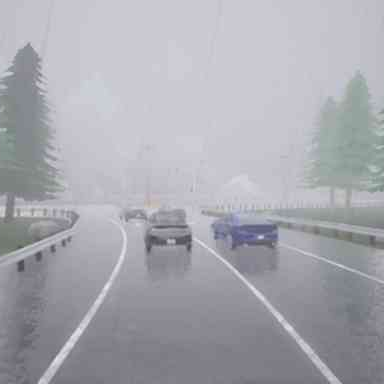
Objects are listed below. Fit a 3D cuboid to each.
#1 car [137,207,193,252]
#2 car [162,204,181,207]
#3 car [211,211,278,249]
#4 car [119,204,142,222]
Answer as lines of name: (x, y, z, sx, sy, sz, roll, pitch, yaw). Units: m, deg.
car: (-1.173, 1.632, 14.604, 2.128, 1.511, 4.902, 0, 0, -10)
car: (-1.925, 1.817, 30.654, 1.812, 1.442, 4.674, 0, 0, -21)
car: (2.246, 1.621, 15.359, 1.882, 1.535, 5.008, 0, 0, -10)
car: (-5.227, 1.810, 29.465, 1.812, 1.442, 4.674, 0, 0, -21)
